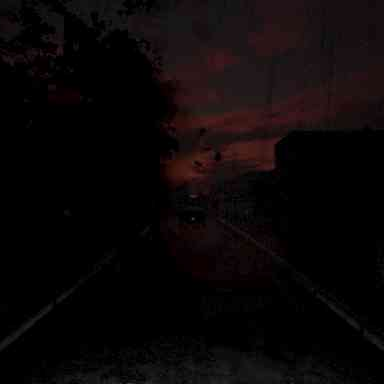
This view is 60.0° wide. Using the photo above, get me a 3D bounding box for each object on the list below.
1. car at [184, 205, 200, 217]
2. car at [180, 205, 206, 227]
[{"bbox_3d":[-0.048,2.439,42.866,1.837,1.490,4.892,1,-3,-3],"label":"car"},{"bbox_3d":[0.086,1.812,25.838,1.882,1.535,5.008,0,-2,0],"label":"car"}]
